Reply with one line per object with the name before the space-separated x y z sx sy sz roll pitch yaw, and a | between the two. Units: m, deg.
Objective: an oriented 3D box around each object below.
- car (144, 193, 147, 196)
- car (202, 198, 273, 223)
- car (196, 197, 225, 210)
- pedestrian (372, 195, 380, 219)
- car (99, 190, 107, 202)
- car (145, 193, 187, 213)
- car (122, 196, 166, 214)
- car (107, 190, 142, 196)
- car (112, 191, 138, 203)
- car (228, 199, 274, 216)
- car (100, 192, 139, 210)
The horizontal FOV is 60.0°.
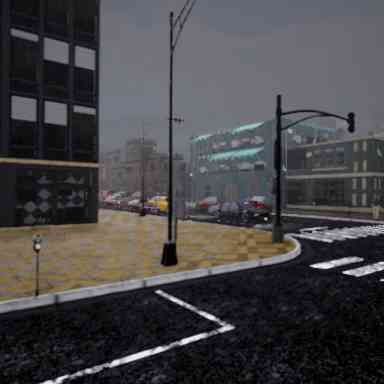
car | -4.341 1.180 44.912 2.008 1.369 4.403 1 0 -36
car | 3.403 1.390 24.549 2.033 1.411 5.357 1 0 -36
car | 2.221 1.209 35.969 1.967 1.590 4.097 1 0 -36
pedestrian | 13.847 1.129 25.084 0.375 1.860 0.375 1 -1 -36
car | -13.363 0.675 52.822 2.150 2.045 5.566 1 0 -36
car | -2.379 1.199 32.448 1.882 1.535 5.008 1 0 -36
car | -4.539 1.280 31.011 1.802 1.307 4.206 1 0 -36
car | -8.201 0.950 40.392 2.097 1.767 4.553 1 0 -36
car | -10.896 0.799 53.858 2.192 1.841 5.009 2 0 -36
car | 5.499 1.420 31.495 1.802 1.307 4.206 1 0 -36
car | -7.815 1.069 35.483 1.967 1.590 4.097 1 0 -36
